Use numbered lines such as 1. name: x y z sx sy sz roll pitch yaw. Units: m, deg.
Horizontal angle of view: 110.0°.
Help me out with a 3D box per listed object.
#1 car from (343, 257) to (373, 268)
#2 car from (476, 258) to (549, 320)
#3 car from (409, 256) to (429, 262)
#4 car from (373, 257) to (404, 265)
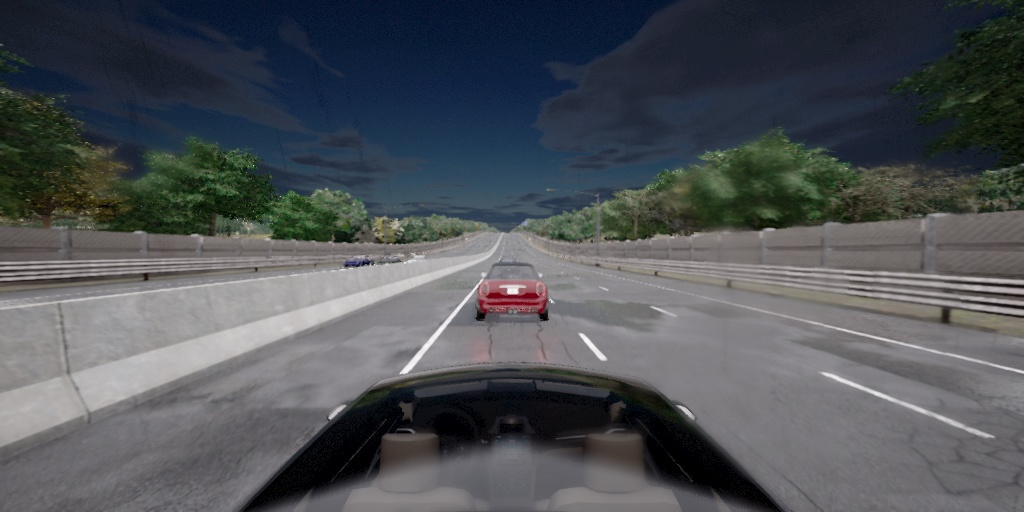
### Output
1. car: -18.026 0.761 42.274 1.895 1.301 4.718 0 1 -1
2. car: -0.006 0.957 12.022 2.097 1.767 4.553 0 1 -1
3. car: -11.027 0.723 42.767 1.812 1.442 4.674 0 0 -1
4. car: -14.528 0.774 42.946 1.895 1.301 4.718 0 1 -1
